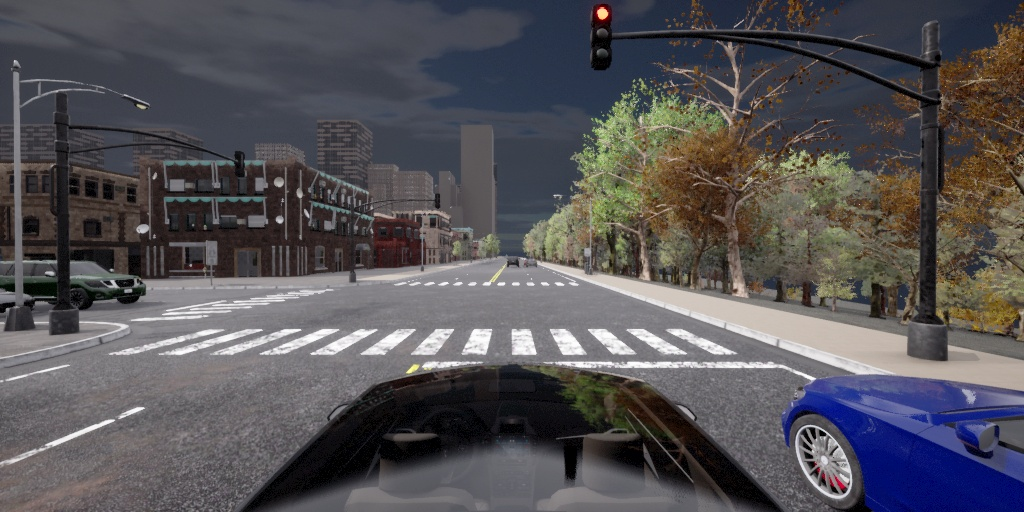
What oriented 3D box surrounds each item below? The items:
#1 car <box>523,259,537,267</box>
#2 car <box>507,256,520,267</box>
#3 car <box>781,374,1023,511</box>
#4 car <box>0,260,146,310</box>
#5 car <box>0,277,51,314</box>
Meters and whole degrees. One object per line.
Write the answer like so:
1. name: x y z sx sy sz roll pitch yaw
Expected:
1. car: 3.472 1.218 63.875 2.128 1.511 4.902 0 0 0
2. car: 0.219 0.948 63.715 2.150 2.045 5.566 0 0 1
3. car: 3.346 1.276 1.331 1.812 1.442 4.674 0 0 2
4. car: -19.311 1.186 15.475 5.566 2.045 2.150 -1 1 0
5. car: -19.926 1.565 12.773 4.313 1.339 1.948 0 0 0
